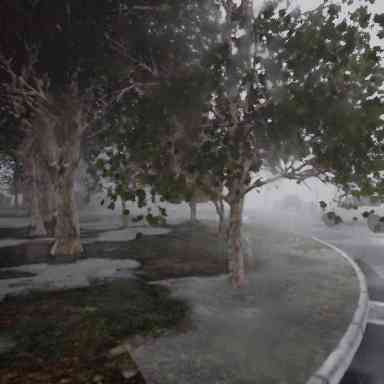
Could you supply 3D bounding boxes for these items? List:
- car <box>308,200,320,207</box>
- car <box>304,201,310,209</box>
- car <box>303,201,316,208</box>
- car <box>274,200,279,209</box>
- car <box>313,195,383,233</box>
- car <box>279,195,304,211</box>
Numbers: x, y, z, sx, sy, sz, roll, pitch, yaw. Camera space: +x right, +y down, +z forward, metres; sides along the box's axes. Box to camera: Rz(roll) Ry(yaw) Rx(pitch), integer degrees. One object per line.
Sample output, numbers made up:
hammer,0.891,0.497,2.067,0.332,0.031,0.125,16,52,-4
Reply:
car,27.820,2.715,75.713,2.128,1.511,4.902,0,-2,26
car,18.433,2.207,56.523,2.033,1.411,5.357,0,-2,26
car,24.030,2.617,67.966,1.994,1.385,4.181,0,-2,26
car,15.629,2.144,58.123,1.882,1.535,5.008,0,-2,26
car,10.407,1.231,20.188,2.150,2.045,5.566,0,-1,-24
car,14.082,1.540,46.741,2.150,2.045,5.566,0,-2,23
